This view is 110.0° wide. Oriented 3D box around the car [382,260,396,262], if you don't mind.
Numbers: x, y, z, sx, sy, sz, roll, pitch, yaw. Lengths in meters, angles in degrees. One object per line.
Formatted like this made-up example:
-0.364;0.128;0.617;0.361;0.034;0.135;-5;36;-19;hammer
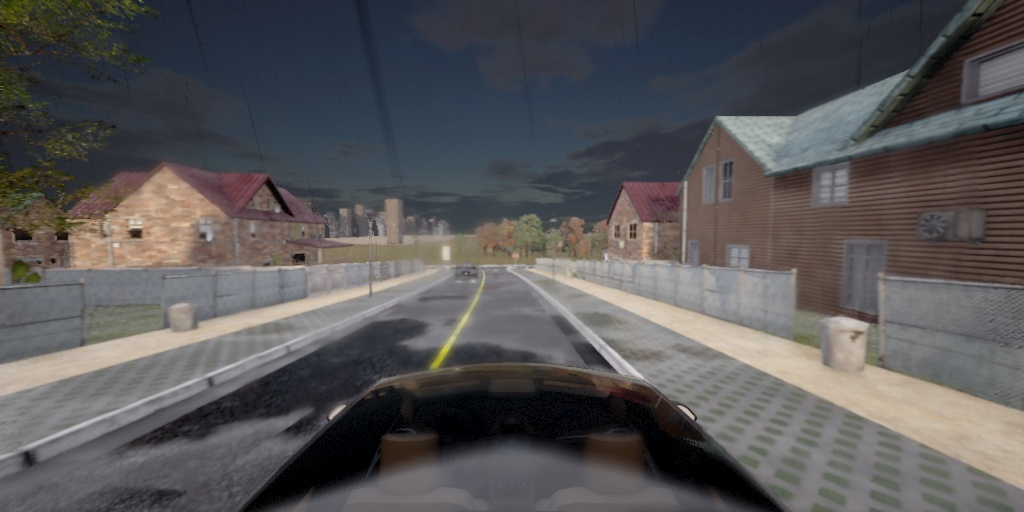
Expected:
-17.970;1.417;53.405;4.902;1.511;2.128;1;3;-8;car

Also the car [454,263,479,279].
-3.956;1.296;31.870;1.994;1.385;4.181;0;0;-4;car
